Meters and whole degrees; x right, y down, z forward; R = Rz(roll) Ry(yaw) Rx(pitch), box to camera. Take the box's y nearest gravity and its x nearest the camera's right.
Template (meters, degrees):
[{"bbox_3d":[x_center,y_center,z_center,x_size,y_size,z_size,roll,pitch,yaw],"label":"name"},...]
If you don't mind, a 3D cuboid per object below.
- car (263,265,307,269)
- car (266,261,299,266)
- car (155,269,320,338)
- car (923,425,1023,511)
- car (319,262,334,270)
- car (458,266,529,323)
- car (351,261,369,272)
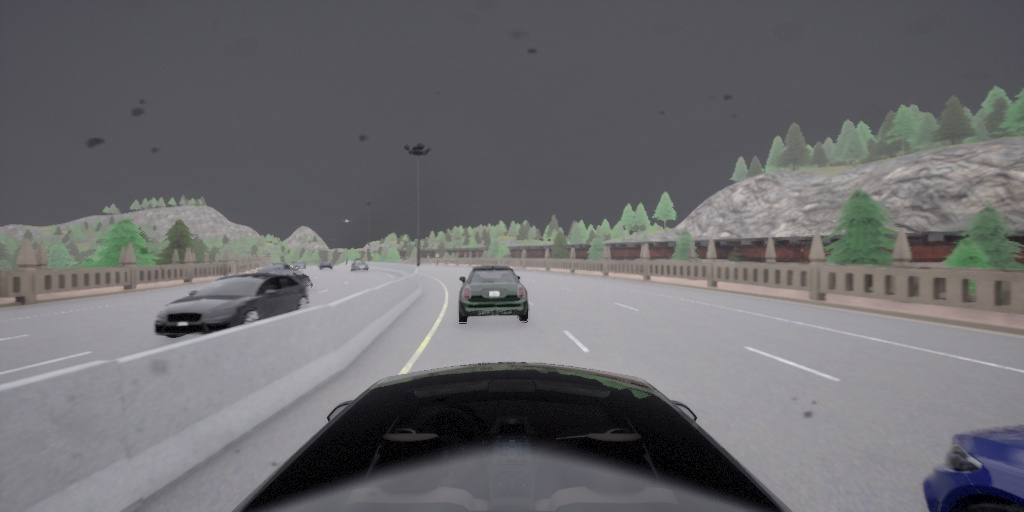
[{"bbox_3d":[-12.880,1.393,20.183,1.994,1.385,4.181,0,0,-13],"label":"car"},{"bbox_3d":[-18.965,1.389,28.848,1.837,1.490,4.892,0,0,-20],"label":"car"},{"bbox_3d":[-7.736,1.296,10.542,1.837,1.490,4.892,0,0,-7],"label":"car"},{"bbox_3d":[3.480,1.261,0.237,1.812,1.442,4.674,0,0,1],"label":"car"},{"bbox_3d":[-29.658,1.575,57.280,1.895,1.301,4.718,-1,0,-30],"label":"car"},{"bbox_3d":[-0.738,1.104,12.378,2.097,1.767,4.553,0,0,-6],"label":"car"},{"bbox_3d":[-21.115,1.393,49.686,2.128,1.511,4.902,-1,0,-30],"label":"car"}]
